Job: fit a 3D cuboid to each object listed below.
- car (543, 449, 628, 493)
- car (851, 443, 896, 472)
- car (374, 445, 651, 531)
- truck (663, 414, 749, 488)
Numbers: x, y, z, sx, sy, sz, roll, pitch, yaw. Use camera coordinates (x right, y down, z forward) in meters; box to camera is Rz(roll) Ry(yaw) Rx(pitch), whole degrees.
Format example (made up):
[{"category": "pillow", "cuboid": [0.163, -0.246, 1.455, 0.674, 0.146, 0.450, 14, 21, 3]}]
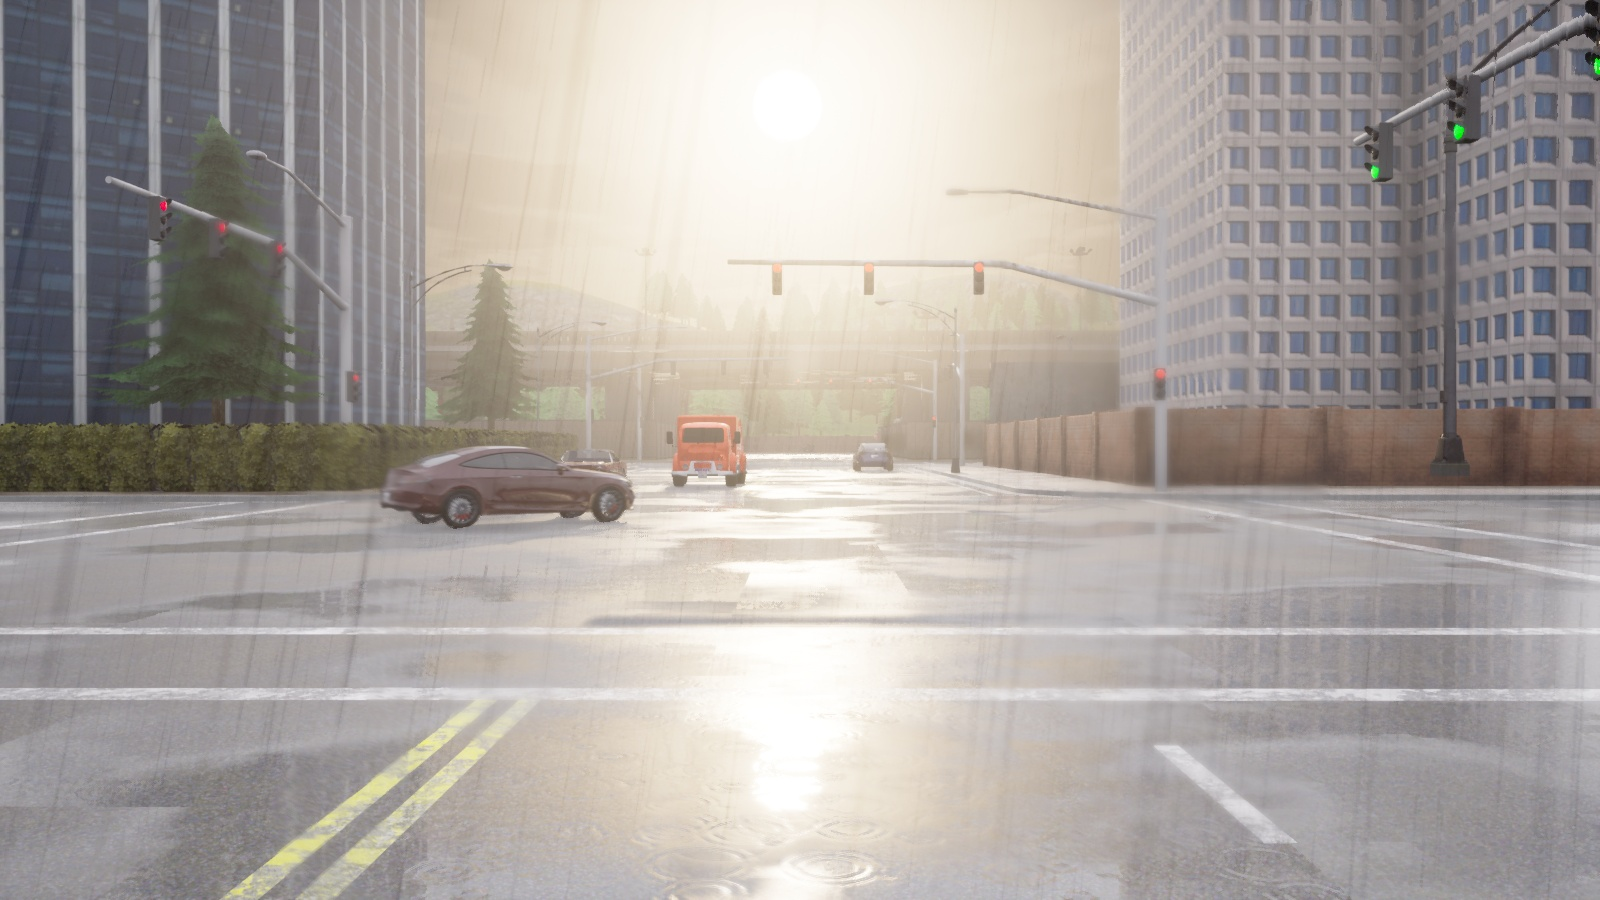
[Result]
[{"category": "car", "cuboid": [-6.769, 0.615, 40.157, 1.895, 1.301, 4.718, 0, 0, 0]}, {"category": "car", "cuboid": [3.876, 0.370, 67.134, 2.163, 1.488, 4.792, 0, 0, 0]}, {"category": "car", "cuboid": [-5.264, 0.637, 23.286, 4.674, 1.442, 1.812, 0, 1, -36]}, {"category": "truck", "cuboid": [-3.246, 0.007, 44.495, 2.627, 2.467, 5.204, 0, 0, 0]}]
